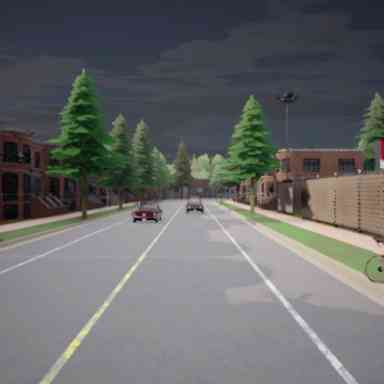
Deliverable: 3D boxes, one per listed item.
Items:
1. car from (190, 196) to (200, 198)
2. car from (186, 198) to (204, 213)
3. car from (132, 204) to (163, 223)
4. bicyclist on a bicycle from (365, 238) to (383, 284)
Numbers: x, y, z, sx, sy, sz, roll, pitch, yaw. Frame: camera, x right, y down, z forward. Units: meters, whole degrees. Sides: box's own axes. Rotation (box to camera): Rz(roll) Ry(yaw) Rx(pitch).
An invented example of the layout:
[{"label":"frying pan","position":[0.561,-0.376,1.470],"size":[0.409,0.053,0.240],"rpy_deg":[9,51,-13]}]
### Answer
[{"label":"car","position":[0.400,1.358,48.249],"size":[2.097,1.767,4.553],"rpy_deg":[0,0,0]},{"label":"car","position":[0.324,1.607,36.478],"size":[1.895,1.301,4.718],"rpy_deg":[0,0,0]},{"label":"car","position":[-3.348,1.649,25.641],"size":[1.895,1.301,4.718],"rpy_deg":[0,0,0]},{"label":"bicyclist on a bicycle","position":[4.787,1.315,7.618],"size":[1.656,1.620,0.582],"rpy_deg":[0,0,0]}]
